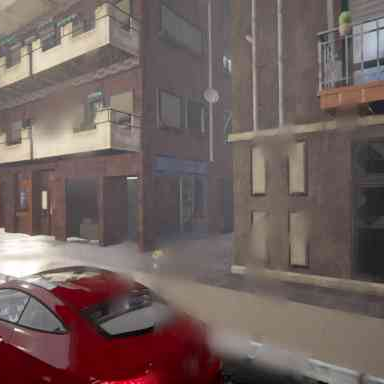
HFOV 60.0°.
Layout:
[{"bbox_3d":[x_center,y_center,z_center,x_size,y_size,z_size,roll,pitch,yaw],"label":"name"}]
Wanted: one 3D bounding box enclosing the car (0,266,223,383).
[{"bbox_3d":[-1.633,1.583,4.011,4.206,1.307,1.802,0,-1,35],"label":"car"}]
